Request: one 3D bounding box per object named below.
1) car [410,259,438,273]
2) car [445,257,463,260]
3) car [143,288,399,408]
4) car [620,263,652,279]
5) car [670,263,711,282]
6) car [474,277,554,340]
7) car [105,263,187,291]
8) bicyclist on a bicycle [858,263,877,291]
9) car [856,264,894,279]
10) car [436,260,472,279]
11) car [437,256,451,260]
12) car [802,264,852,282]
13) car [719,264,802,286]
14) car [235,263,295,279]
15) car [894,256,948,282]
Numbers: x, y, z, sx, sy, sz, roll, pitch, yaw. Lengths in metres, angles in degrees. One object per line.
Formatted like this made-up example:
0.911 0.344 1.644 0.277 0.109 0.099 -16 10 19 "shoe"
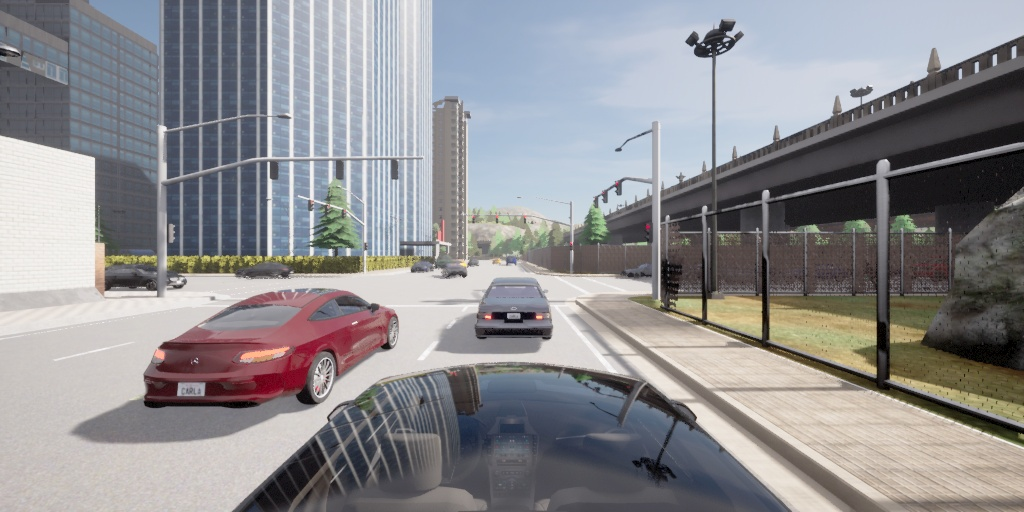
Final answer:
-10.716 1.313 43.112 1.994 1.385 4.181 0 0 1 "car"
-7.196 1.228 47.381 1.882 1.535 5.008 0 0 0 "car"
-3.450 1.276 6.174 1.812 1.442 4.674 0 0 0 "car"
12.716 1.353 32.632 5.357 1.411 2.033 0 0 0 "car"
15.660 1.297 29.145 4.902 1.511 2.128 0 0 0 "car"
0.078 1.297 9.994 2.033 1.411 5.357 0 0 1 "car"
-22.587 1.331 21.799 4.674 1.442 1.812 0 0 0 "car"
18.263 1.106 18.173 0.582 1.620 1.656 0 0 0 "bicyclist on a bicycle"
32.233 1.406 32.708 4.718 1.301 1.895 0 0 0 "car"
-5.598 1.330 33.885 2.033 1.411 5.357 0 0 -19 "car"
-10.712 0.971 56.401 2.150 2.045 5.566 0 0 -1 "car"
24.616 1.331 29.173 4.674 1.442 1.812 0 0 0 "car"
17.528 1.369 25.464 4.181 1.385 1.994 0 0 0 "car"
-22.483 1.331 32.737 4.674 1.442 1.812 0 0 -4 "car"
35.230 1.027 29.220 5.566 2.045 2.150 0 0 -1 "car"
